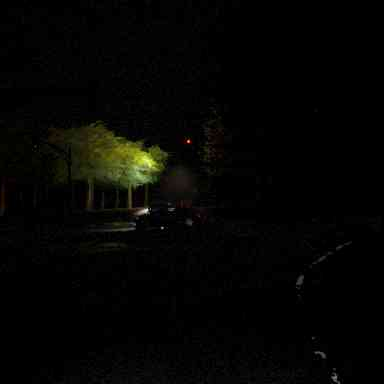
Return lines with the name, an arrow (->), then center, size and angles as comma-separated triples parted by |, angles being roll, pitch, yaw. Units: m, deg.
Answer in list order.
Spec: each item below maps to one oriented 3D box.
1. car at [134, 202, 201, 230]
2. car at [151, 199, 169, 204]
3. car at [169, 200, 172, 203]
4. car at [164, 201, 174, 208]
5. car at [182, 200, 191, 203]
car -> -1.542, 1.584, 21.040 | 4.181, 1.385, 1.994 | -2, -1, 2
car -> -4.196, 1.902, 40.092 | 1.837, 1.490, 4.892 | 0, -1, -1
car -> -4.405, 2.079, 49.085 | 1.812, 1.442, 4.674 | 0, -1, -1
car -> -4.794, 2.589, 69.224 | 1.895, 1.301, 4.718 | 0, -2, -1
car -> -0.860, 2.136, 54.944 | 1.882, 1.535, 5.008 | 0, -1, -1
